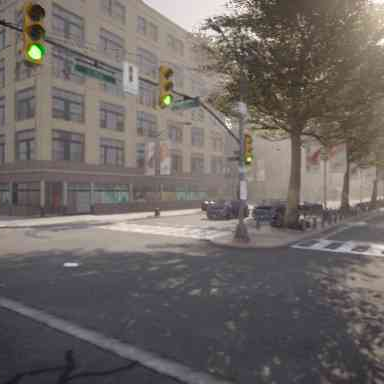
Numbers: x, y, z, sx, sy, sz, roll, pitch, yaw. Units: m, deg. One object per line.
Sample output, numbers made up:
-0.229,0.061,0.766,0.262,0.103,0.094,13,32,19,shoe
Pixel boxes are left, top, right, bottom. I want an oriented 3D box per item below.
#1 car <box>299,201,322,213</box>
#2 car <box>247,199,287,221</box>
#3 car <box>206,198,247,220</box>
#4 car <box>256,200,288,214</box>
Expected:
12.478,1.594,35.766,1.895,1.301,4.718,0,0,36,car
6.731,1.346,27.671,2.097,1.767,4.553,0,0,36,car
3.090,1.345,28.577,2.097,1.767,4.553,0,0,36,car
8.932,1.593,36.824,1.895,1.301,4.718,0,0,36,car
